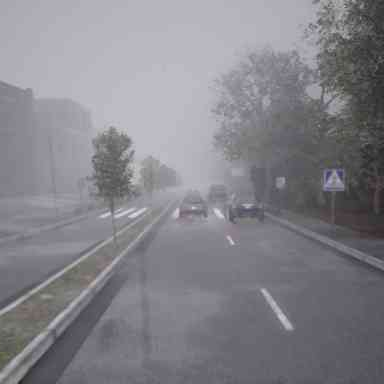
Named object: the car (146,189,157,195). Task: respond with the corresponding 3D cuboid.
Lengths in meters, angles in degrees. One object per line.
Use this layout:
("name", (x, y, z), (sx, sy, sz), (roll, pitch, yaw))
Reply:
("car", (-8.043, -0.463, 58.402), (2.435, 2.045, 5.566), (0, 2, 0))

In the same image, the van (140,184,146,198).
("van", (-8.102, -0.069, 47.228), (1.878, 1.987, 4.442), (0, 2, 0))

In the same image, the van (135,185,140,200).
("van", (-8.132, 0.109, 41.684), (1.878, 1.987, 4.442), (0, 2, 0))

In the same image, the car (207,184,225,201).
("car", (3.240, 0.020, 43.266), (2.150, 2.045, 5.566), (0, 2, 0))

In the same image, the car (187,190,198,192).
("car", (0.089, 0.401, 41.561), (2.033, 1.411, 5.357), (0, 2, 0))

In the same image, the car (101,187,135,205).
("car", (-8.160, 0.256, 36.228), (2.435, 2.045, 5.566), (0, 2, 0))

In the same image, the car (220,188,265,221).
("car", (3.243, 0.830, 21.521), (2.097, 1.767, 4.553), (0, 2, 0))

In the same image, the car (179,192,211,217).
("car", (0.092, 0.962, 24.132), (1.994, 1.385, 4.181), (0, 2, 0))
